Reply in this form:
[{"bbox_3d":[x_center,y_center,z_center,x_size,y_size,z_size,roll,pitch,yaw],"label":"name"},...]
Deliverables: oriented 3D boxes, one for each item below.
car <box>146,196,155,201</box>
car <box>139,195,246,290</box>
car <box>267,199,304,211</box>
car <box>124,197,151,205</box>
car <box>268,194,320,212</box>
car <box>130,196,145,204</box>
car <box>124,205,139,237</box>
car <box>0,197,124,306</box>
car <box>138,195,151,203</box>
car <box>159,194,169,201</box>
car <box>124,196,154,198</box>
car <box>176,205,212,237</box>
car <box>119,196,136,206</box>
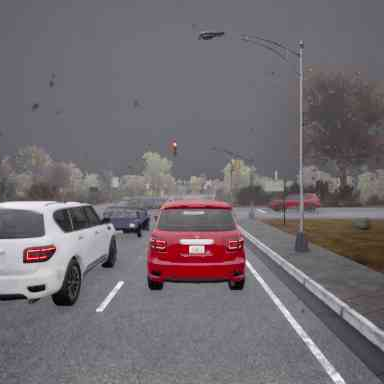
[{"bbox_3d":[-10.547,1.595,84.582,1.895,1.301,4.718,0,0,0],"label":"car"},{"bbox_3d":[0.092,1.221,9.217,2.150,2.045,5.566,0,0,0],"label":"car"},{"bbox_3d":[11.514,1.564,41.261,4.181,1.385,1.994,0,0,5],"label":"car"},{"bbox_3d":[-5.832,1.505,29.224,1.837,1.490,4.892,-2,-1,26],"label":"car"},{"bbox_3d":[11.588,1.221,37.691,5.566,2.045,2.150,0,0,3],"label":"car"},{"bbox_3d":[-10.576,1.547,64.694,2.033,1.411,5.357,0,0,1],"label":"car"},{"bbox_3d":[-3.410,1.601,17.925,1.895,1.301,4.718,0,0,0],"label":"car"},{"bbox_3d":[-3.405,1.221,8.157,2.150,2.045,5.566,0,0,0],"label":"car"},{"bbox_3d":[-10.543,1.525,74.536,2.128,1.511,4.902,0,0,0],"label":"car"},{"bbox_3d":[-7.047,1.355,84.217,2.097,1.767,4.553,0,0,0],"label":"car"},{"bbox_3d":[-5.803,1.547,42.168,5.357,1.411,2.033,0,0,3],"label":"car"},{"bbox_3d":[0.090,1.526,18.911,1.812,1.442,4.674,0,0,0],"label":"car"},{"bbox_3d":[-10.618,1.505,54.951,1.837,1.490,4.892,0,0,0],"label":"car"}]
